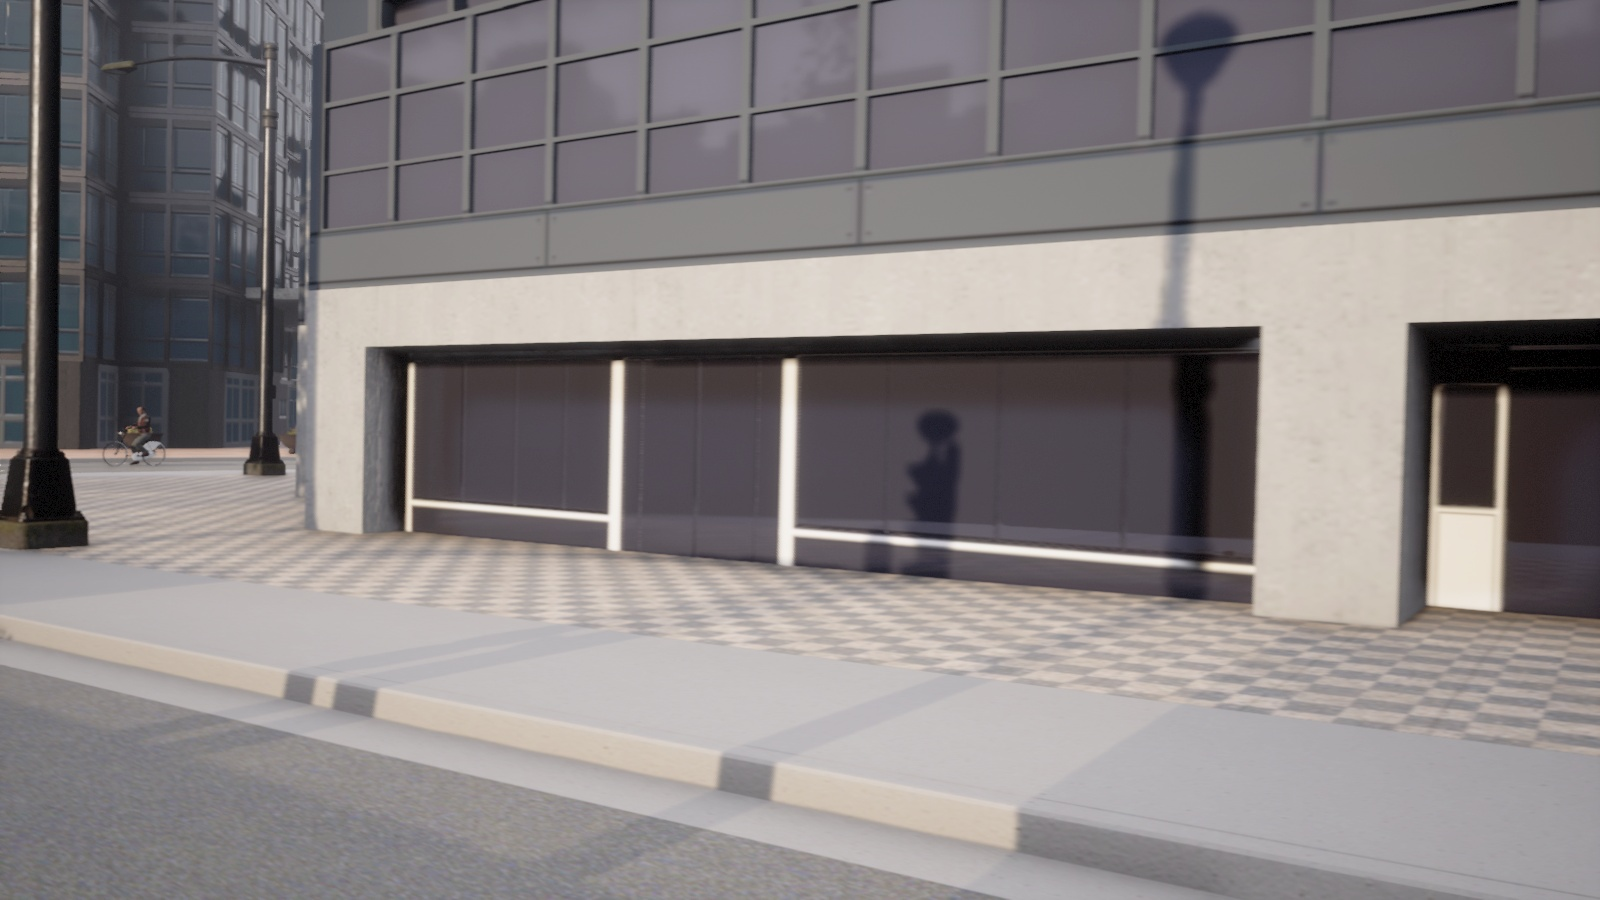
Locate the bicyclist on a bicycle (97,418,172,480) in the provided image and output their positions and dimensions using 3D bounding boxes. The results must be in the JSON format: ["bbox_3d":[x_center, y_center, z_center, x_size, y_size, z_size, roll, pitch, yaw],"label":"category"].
[{"bbox_3d":[-19.358,-0.036,36.545,0.659,1.776,1.843,1,1,34],"label":"bicyclist on a bicycle"}]
